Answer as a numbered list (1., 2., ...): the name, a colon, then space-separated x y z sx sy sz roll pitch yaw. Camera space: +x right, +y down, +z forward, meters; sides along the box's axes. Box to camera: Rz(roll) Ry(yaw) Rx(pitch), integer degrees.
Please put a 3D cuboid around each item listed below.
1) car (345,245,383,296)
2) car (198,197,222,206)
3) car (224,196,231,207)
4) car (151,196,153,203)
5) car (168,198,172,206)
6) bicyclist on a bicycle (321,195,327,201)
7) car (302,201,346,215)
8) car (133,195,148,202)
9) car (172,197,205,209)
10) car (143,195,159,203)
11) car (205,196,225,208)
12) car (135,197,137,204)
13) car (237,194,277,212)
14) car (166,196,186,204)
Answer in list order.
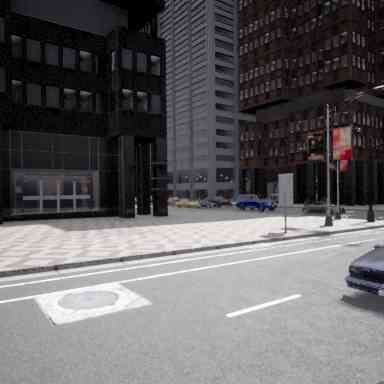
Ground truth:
1. car: 5.853 1.542 7.860 5.357 1.411 2.033 0 0 -36
2. car: 3.107 1.614 58.821 1.887 1.381 4.507 -1 1 -36
3. car: 4.041 1.440 52.932 2.097 1.767 4.553 -1 0 -36
4. car: -7.628 1.674 69.272 1.837 1.490 4.892 -1 0 -36
5. car: -3.309 1.731 57.800 1.994 1.385 4.181 -1 0 -35
6. bicyclist on a bicycle: 17.380 1.254 43.770 1.656 1.620 0.582 -1 1 -36
7. car: 13.495 1.627 34.203 1.994 1.385 4.181 -1 0 -36
8. car: -12.660 1.620 80.893 1.967 1.590 4.097 -1 1 -36
9. car: -0.581 1.701 49.318 1.752 1.417 4.829 -1 1 -36
10. car: -9.507 1.597 76.478 1.967 1.590 4.097 -1 1 -36
11. car: 2.484 1.694 49.625 1.994 1.385 4.181 -1 0 -35
12. car: -10.141 1.821 62.703 1.802 1.307 4.206 -1 1 -36
13. car: 8.038 1.318 41.829 2.150 2.045 5.566 -1 0 -36
14. car: -3.299 1.638 67.788 1.752 1.417 4.829 -1 1 -36
